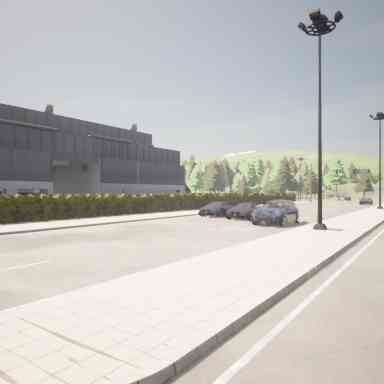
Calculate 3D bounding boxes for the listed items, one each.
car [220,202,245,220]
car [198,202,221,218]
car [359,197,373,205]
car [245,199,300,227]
[{"bbox_3d":[4.395,1.564,26.901,1.994,1.385,4.181,0,0,35],"label":"car"},{"bbox_3d":[2.337,1.564,30.065,1.994,1.385,4.181,0,0,35],"label":"car"},{"bbox_3d":[30.535,1.615,58.214,2.033,1.411,5.357,0,0,35],"label":"car"},{"bbox_3d":[5.770,1.353,22.764,2.097,1.767,4.553,0,0,35],"label":"car"}]
